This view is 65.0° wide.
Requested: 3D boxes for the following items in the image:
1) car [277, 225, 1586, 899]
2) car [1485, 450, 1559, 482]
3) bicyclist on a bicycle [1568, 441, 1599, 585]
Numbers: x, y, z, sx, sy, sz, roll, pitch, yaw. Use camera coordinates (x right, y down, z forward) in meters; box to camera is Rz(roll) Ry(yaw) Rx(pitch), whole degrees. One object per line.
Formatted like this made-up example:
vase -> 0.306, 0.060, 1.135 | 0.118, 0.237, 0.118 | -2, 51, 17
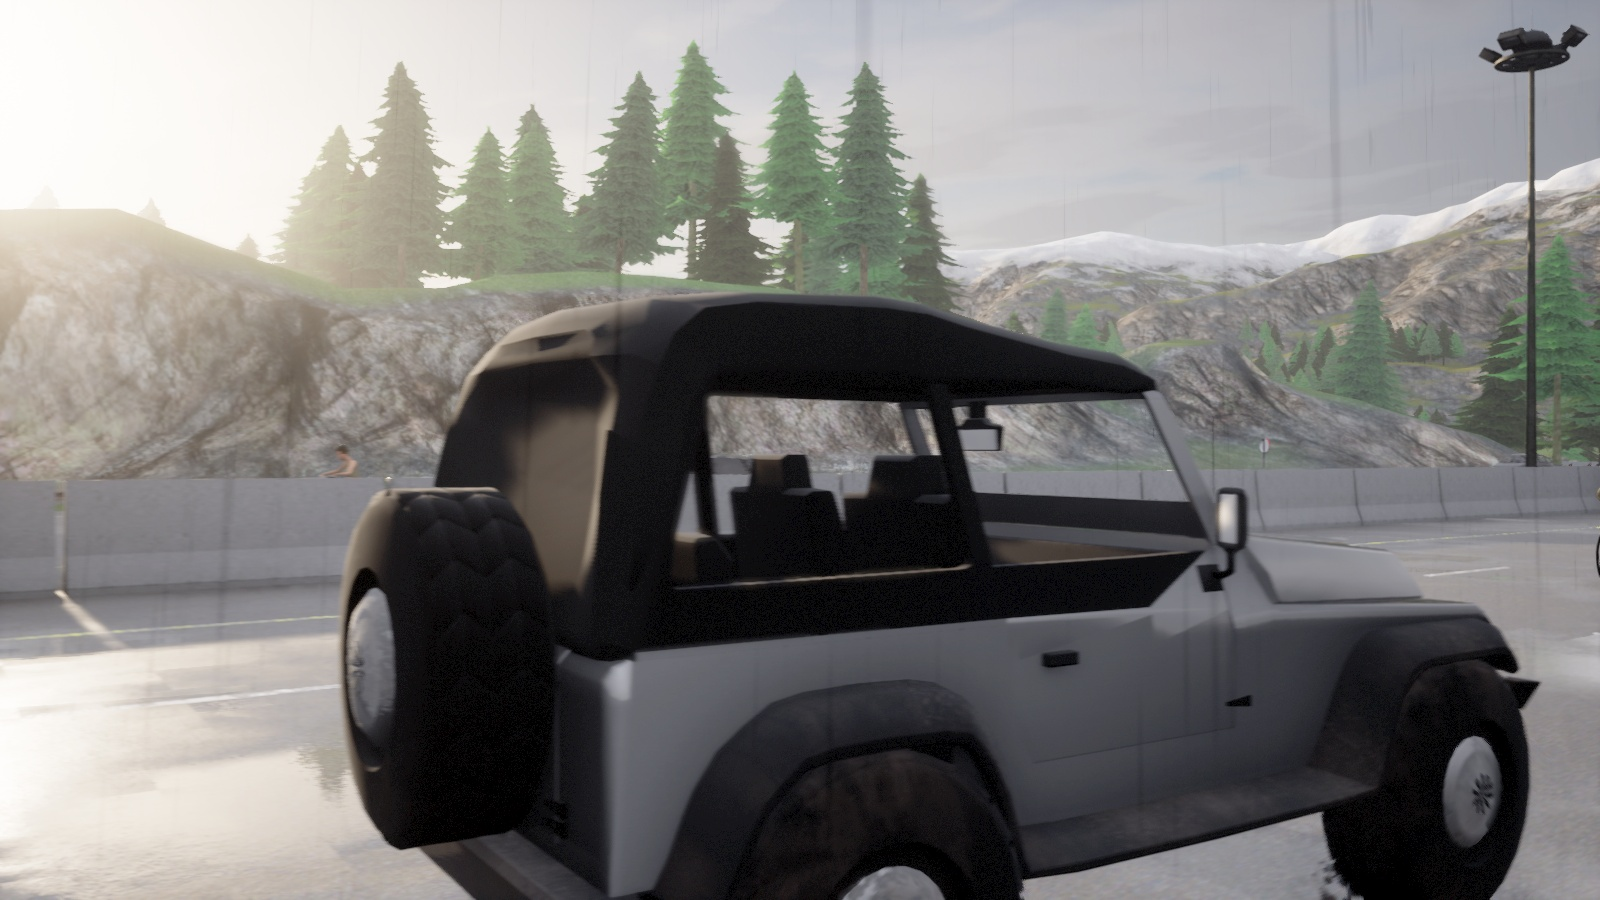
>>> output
car -> 0.562, 0.549, 4.052 | 3.866, 1.878, 1.905 | 0, 0, -33
car -> 36.210, 0.801, 62.976 | 3.705, 1.549, 1.789 | 0, 0, -35
bicyclist on a bicycle -> 9.670, 0.713, 14.653 | 1.656, 1.620, 0.582 | 0, 0, -35
